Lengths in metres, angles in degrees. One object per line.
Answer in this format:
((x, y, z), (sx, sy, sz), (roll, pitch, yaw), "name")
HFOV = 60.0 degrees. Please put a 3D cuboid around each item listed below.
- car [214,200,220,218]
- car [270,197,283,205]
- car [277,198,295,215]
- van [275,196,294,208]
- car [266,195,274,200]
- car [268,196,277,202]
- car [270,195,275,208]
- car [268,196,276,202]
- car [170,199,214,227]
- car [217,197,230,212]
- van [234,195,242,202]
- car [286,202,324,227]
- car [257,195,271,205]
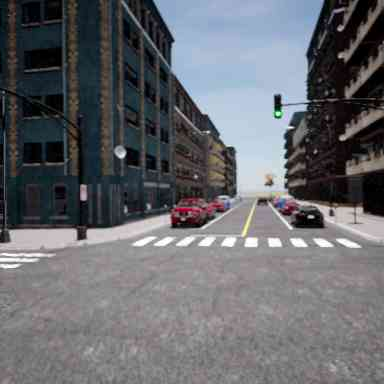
((1.026, 1.672, 29.273), (1.887, 1.381, 4.507), (-1, 0, 11), "car")
((15.314, 1.592, 60.381), (2.008, 1.369, 4.403), (-1, 0, 11), "car")
((9.846, 1.591, 33.164), (1.802, 1.307, 4.206), (-1, 0, 11), "car")
((10.936, 1.357, 38.609), (1.690, 1.788, 3.998), (-1, 0, 11), "van")
((21.875, 1.620, 93.040), (2.008, 1.369, 4.403), (-1, 0, 11), "car")
((18.594, 1.602, 76.710), (1.887, 1.381, 4.507), (-1, 0, 11), "car")
((13.125, 1.469, 49.494), (1.967, 1.590, 4.097), (-1, 0, 11), "car")
((19.688, 1.606, 82.154), (1.887, 1.381, 4.507), (-1, 0, 11), "car")
((-0.071, 1.435, 23.830), (2.192, 1.841, 5.009), (-1, 0, 11), "car")
((3.214, 1.686, 40.159), (1.887, 1.381, 4.507), (-1, 0, 11), "car")
((10.867, 1.523, 78.262), (1.690, 1.788, 3.998), (-1, 0, 11), "van")
((7.658, 1.560, 22.278), (1.947, 1.339, 4.313), (-1, 0, 11), "car")
((12.860, 1.586, 60.701), (1.837, 1.490, 4.892), (-1, 0, 11), "car")
